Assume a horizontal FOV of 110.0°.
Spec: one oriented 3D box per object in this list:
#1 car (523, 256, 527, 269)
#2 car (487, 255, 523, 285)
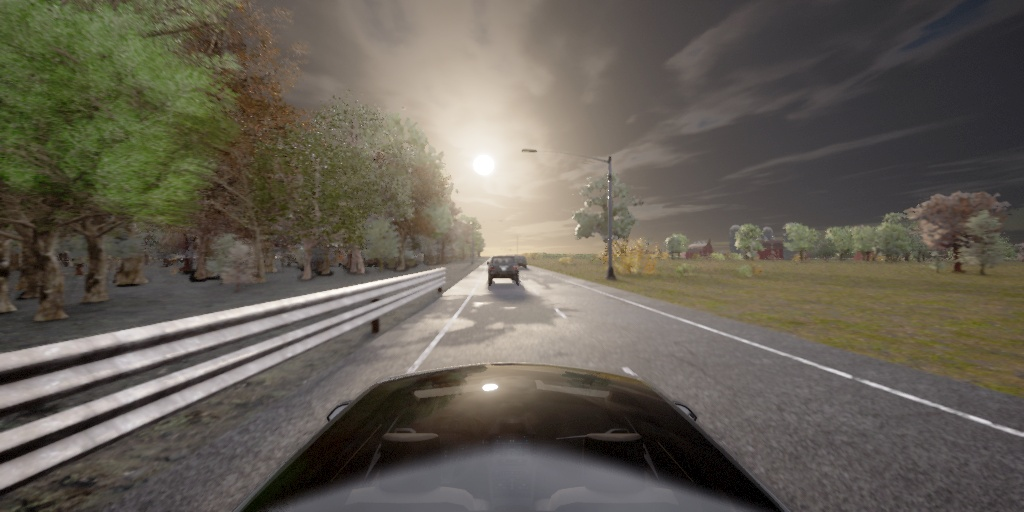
[{"bbox_3d":[1.202,0.953,57.298,2.150,2.045,5.566,0,0,-3],"label":"car"},{"bbox_3d":[-0.663,0.973,26.473,2.150,2.045,5.566,0,0,-3],"label":"car"}]
